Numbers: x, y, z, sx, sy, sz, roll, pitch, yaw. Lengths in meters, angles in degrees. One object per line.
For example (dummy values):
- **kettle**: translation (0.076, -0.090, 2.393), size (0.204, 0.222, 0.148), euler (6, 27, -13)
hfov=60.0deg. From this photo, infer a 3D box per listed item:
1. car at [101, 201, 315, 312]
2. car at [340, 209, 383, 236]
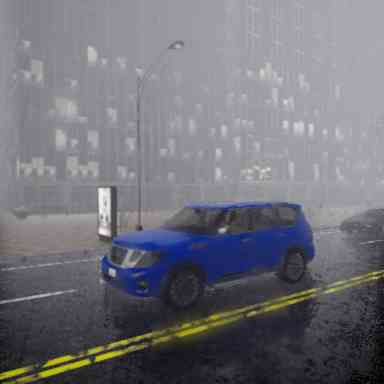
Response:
- **car**: translation (0.686, 1.249, 8.156), size (5.566, 2.045, 2.150), euler (0, 0, -35)
- **car**: translation (10.827, 1.692, 19.264), size (5.357, 1.411, 2.033), euler (0, 0, -35)
